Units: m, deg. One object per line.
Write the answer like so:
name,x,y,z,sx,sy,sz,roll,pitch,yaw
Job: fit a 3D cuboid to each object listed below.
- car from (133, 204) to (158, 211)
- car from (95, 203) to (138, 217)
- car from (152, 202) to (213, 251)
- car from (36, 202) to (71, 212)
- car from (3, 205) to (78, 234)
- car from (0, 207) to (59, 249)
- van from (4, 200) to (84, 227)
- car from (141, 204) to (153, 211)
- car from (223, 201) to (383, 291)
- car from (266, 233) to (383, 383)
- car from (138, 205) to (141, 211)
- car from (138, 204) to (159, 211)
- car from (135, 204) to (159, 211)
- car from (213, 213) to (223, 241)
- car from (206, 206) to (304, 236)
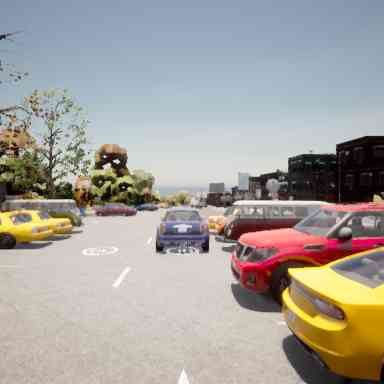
car,-9.948,3.326,71.394,4.892,1.521,2.231,0,-2,-1
car,-9.392,2.294,40.634,4.674,1.452,2.002,0,-2,-1
car,-0.409,1.472,14.669,2.097,1.767,4.553,0,-1,-1
car,-22.858,2.489,55.200,4.902,1.511,2.128,1,1,-2
car,-9.002,1.620,17.058,5.366,1.575,1.946,0,-1,-1
car,-8.934,1.580,14.398,5.366,1.575,1.946,0,-1,-1
van,-8.772,1.447,19.862,4.442,1.987,1.878,0,-1,-1
car,-9.896,3.251,68.119,4.674,1.452,2.002,0,-2,-1
car,3.682,1.253,7.383,5.566,2.045,2.435,0,-1,-2
car,3.794,1.490,4.466,5.008,1.535,2.097,0,0,-2
car,-9.518,2.237,43.806,4.553,1.767,2.185,0,-2,-1
car,-10.060,3.589,77.810,4.674,1.452,2.002,0,-2,-1
car,-10.015,3.439,74.665,5.008,1.535,2.097,0,-2,-1
car,3.436,1.484,16.607,4.553,1.767,2.185,0,-1,-1
car,3.577,1.658,19.527,5.366,1.575,1.946,0,-1,-1
